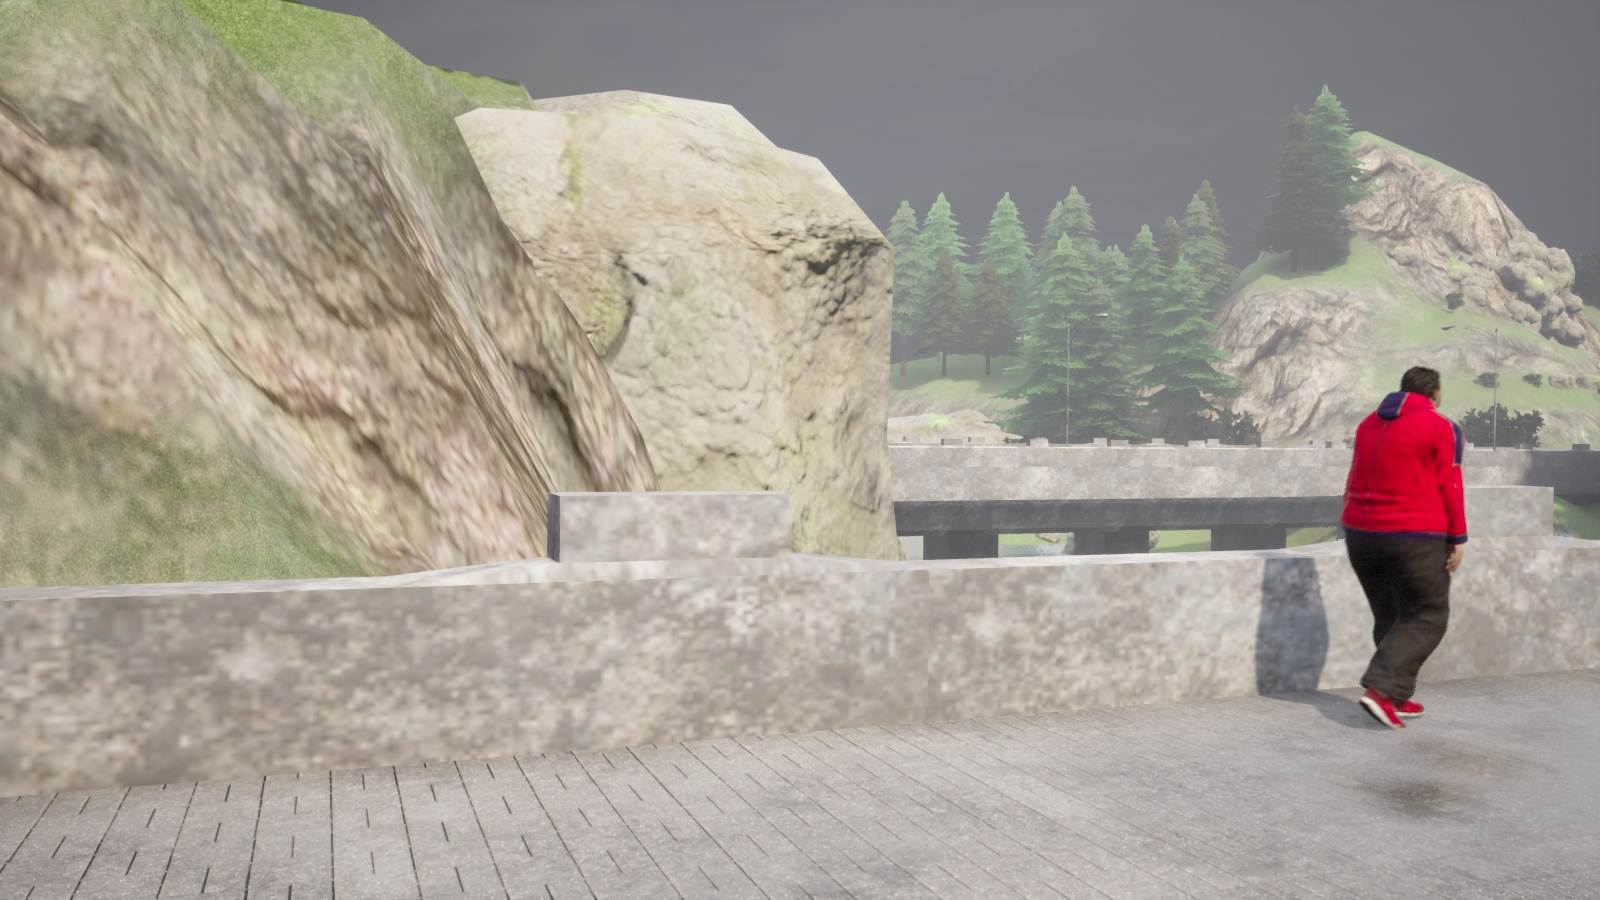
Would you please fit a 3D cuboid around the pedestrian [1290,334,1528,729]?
[{"bbox_3d":[3.055,0.372,6.323,0.899,1.844,0.634,-1,1,-21],"label":"pedestrian"}]
